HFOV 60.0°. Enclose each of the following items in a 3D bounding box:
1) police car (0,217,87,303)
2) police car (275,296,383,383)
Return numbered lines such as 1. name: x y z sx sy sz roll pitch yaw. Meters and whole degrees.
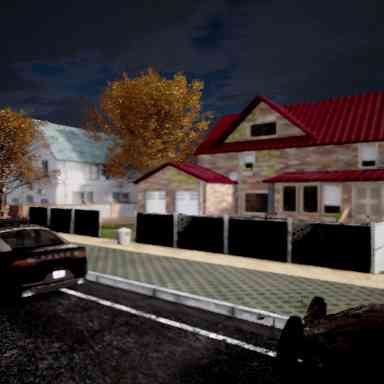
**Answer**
1. police car: -4.779 1.472 8.331 5.238 1.638 1.930 0 -1 37
2. police car: 3.246 1.470 2.365 5.238 1.638 1.930 0 -1 37
